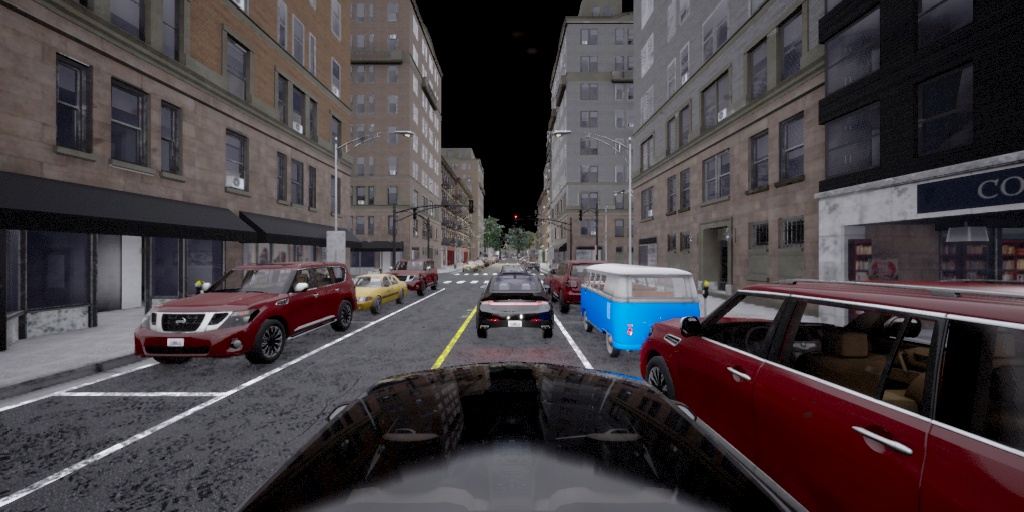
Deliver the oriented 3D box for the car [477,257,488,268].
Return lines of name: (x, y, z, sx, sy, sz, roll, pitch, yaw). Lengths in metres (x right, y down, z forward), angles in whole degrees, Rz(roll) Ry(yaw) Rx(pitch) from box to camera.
car: (-5.346, 1.272, 57.418, 1.751, 1.417, 4.829, 0, 0, 0)

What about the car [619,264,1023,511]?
car: (2.638, 1.065, 2.570, 2.192, 1.841, 5.009, 0, 0, 0)

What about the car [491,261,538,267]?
car: (0.091, 1.240, 20.175, 2.128, 1.511, 4.902, 0, 0, -1)

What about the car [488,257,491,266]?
car: (-5.337, 1.061, 63.070, 2.192, 1.841, 5.009, 0, 0, 0)

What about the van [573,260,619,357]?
van: (2.645, 1.091, 8.249, 1.690, 1.789, 3.998, 0, 0, 0)

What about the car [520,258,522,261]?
car: (2.704, 1.297, 57.579, 2.007, 1.370, 4.403, 0, 0, 0)

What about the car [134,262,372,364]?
car: (-5.391, 1.064, 8.261, 2.192, 1.841, 5.009, 0, 0, 0)

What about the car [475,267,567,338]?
car: (0.083, 1.241, 10.124, 2.128, 1.511, 4.902, 0, 0, 0)

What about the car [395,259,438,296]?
car: (-5.380, 1.063, 19.617, 2.192, 1.841, 5.009, 0, 0, 0)

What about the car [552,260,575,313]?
car: (2.652, 1.064, 13.928, 2.192, 1.841, 5.009, 0, 0, 0)

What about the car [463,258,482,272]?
car: (-5.363, 1.272, 46.455, 1.751, 1.417, 4.829, 0, 0, 0)

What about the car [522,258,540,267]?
car: (2.691, 1.297, 46.615, 2.007, 1.370, 4.403, 0, 0, 0)

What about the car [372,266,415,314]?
car: (-5.386, 1.275, 13.768, 1.751, 1.417, 4.829, 0, 0, 0)
